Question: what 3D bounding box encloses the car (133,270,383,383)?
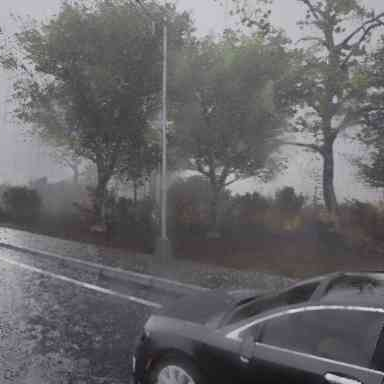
[{"bbox_3d":[1.589,1.515,2.970,4.892,1.490,1.837,0,0,36],"label":"car"}]
